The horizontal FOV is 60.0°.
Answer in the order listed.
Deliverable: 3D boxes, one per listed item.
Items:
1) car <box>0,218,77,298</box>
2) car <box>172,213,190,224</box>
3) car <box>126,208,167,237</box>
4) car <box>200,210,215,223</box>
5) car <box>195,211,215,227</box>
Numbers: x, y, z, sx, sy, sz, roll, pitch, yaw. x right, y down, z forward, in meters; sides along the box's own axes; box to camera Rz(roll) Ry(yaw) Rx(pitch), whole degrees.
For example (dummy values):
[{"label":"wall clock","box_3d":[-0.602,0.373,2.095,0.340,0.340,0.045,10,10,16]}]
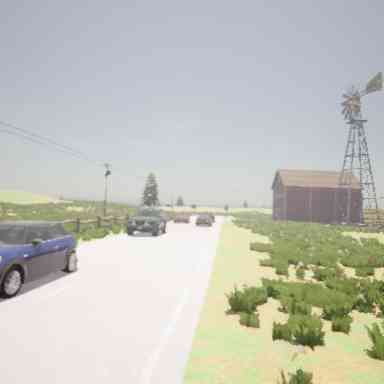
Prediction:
[{"label":"car","box_3d":[-5.011,1.604,9.254,2.097,1.767,4.553,2,-3,6]},{"label":"car","box_3d":[-1.351,3.546,45.414,1.812,1.442,4.674,2,-3,6]},{"label":"car","box_3d":[-3.354,2.267,25.737,2.150,2.045,5.566,2,-2,6]},{"label":"car","box_3d":[2.458,3.761,51.338,2.097,1.767,4.553,2,-3,6]},{"label":"car","box_3d":[1.444,3.440,40.583,2.033,1.411,5.357,2,-3,6]}]
